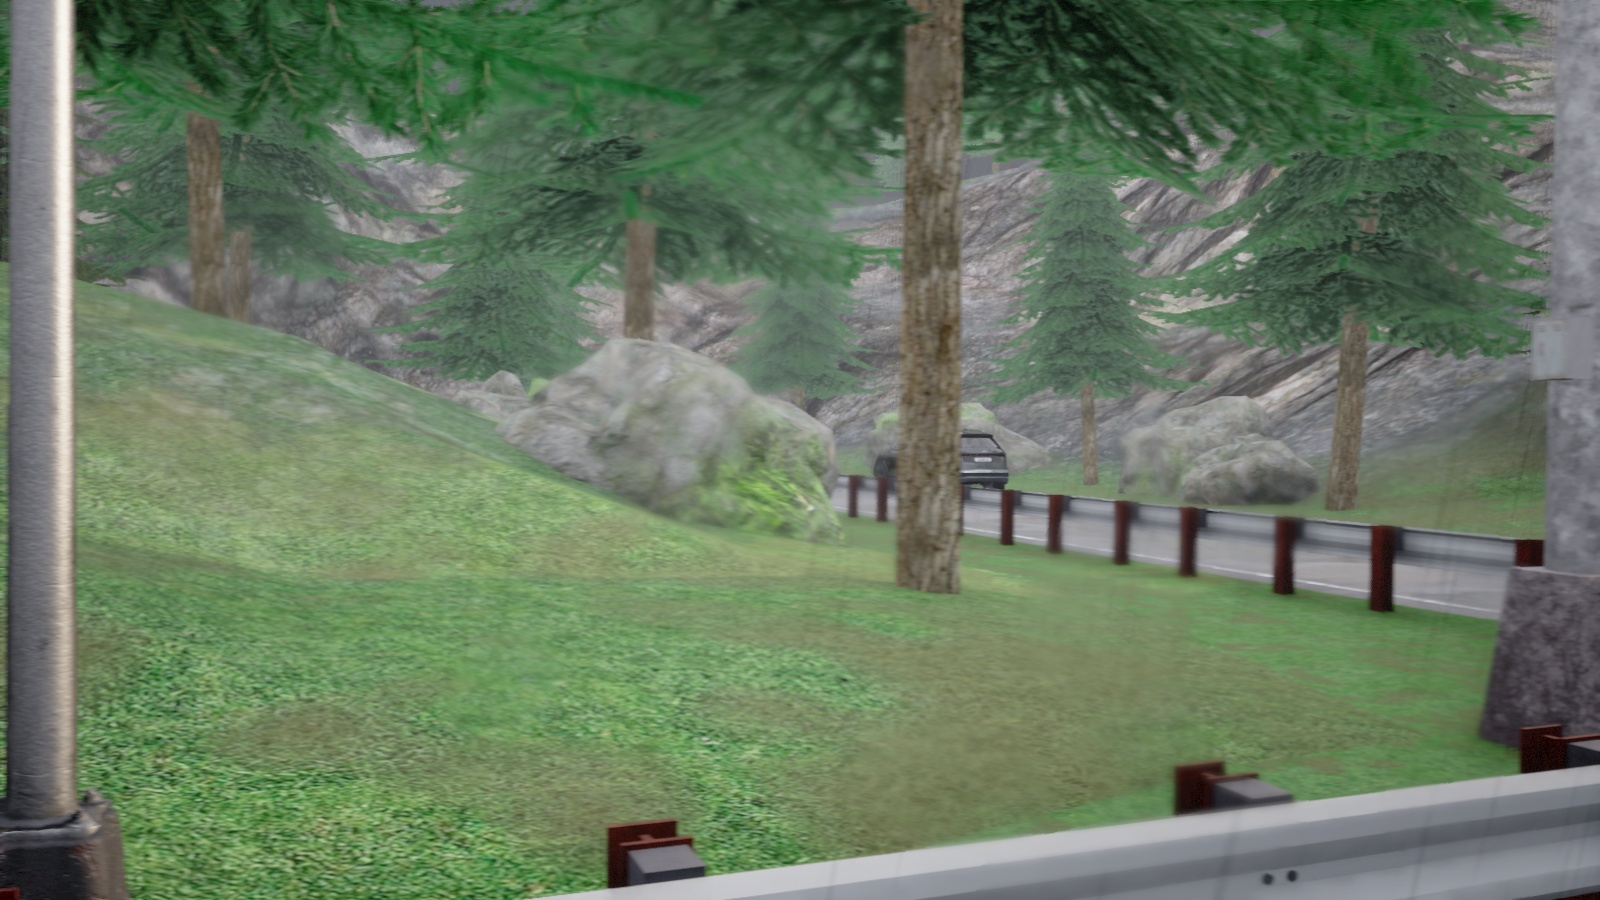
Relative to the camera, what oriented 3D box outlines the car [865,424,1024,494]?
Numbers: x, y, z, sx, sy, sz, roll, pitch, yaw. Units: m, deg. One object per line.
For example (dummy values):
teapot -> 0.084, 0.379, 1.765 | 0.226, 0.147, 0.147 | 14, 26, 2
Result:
car -> 3.610, 0.176, 32.385 | 2.033, 1.649, 4.856 | -1, 1, -21
